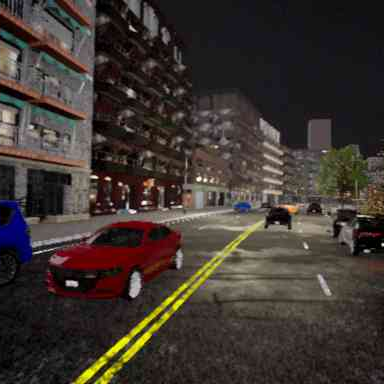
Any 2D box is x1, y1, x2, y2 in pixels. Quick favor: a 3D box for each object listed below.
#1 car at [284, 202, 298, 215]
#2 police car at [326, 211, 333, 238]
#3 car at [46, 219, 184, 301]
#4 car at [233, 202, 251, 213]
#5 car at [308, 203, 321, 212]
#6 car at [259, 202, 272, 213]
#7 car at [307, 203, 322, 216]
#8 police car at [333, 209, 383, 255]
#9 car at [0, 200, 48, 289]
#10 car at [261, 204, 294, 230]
[{"bbox_3d":[13.850,2.206,46.901,2.097,1.767,4.553,1,-1,20],"label":"car"},{"bbox_3d":[9.404,1.866,20.346,1.930,1.638,5.238,1,-1,16],"label":"police car"},{"bbox_3d":[-1.653,1.529,8.811,1.882,1.535,5.008,1,-1,15],"label":"car"},{"bbox_3d":[7.436,2.200,48.774,1.882,1.535,5.008,1,-1,20],"label":"car"},{"bbox_3d":[21.295,2.684,57.716,1.837,1.490,4.892,1,-1,22],"label":"car"},{"bbox_3d":[11.193,2.329,49.587,1.837,1.490,4.892,1,-1,21],"label":"car"},{"bbox_3d":[16.896,2.393,45.884,1.882,1.535,5.008,1,-1,20],"label":"car"},{"bbox_3d":[7.770,1.767,14.659,1.930,1.638,5.238,1,-1,16],"label":"police car"},{"bbox_3d":[-5.668,1.151,6.416,2.150,2.045,5.566,1,-1,15],"label":"car"},{"bbox_3d":[6.526,1.923,25.021,1.837,1.490,4.892,1,-1,17],"label":"car"}]
